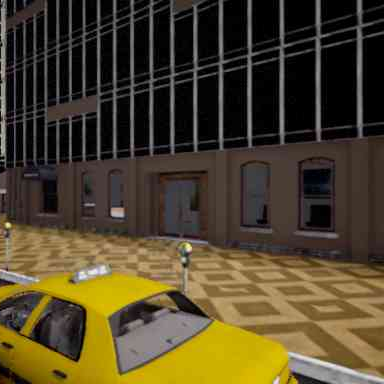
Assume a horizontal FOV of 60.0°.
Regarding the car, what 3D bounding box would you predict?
[{"bbox_3d":[-1.333,1.514,3.830,4.829,1.417,1.752,0,0,36],"label":"car"}]
